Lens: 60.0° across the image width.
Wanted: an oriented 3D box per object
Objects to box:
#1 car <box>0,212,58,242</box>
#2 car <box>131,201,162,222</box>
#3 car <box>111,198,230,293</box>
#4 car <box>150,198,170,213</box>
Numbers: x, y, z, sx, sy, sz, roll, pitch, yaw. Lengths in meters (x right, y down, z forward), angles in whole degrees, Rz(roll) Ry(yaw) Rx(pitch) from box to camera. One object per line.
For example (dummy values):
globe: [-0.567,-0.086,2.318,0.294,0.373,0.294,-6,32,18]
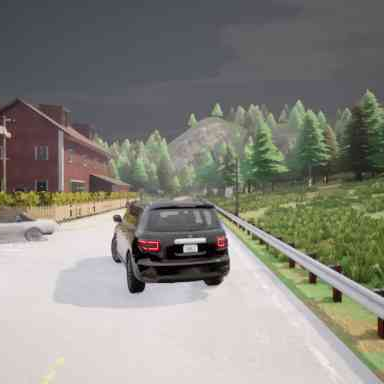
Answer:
car: [-8.722,1.600,15.151,4.718,1.301,1.895,0,0,-26]
car: [-3.616,1.505,26.994,1.837,1.490,4.892,0,0,0]
car: [-0.868,1.221,9.189,2.150,2.045,5.566,0,0,-18]
car: [-3.612,1.502,38.752,1.837,1.490,4.892,0,0,0]
